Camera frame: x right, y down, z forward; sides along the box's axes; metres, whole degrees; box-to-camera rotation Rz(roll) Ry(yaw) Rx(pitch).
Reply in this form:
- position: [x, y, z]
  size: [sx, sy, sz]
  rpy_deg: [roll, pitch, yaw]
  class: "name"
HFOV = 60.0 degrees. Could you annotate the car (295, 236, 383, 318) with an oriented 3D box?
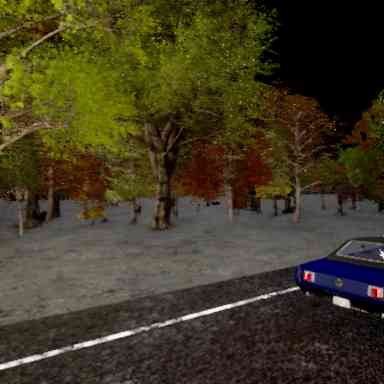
- position: [4.375, 1.599, 6.990]
  size: [4.718, 1.301, 1.895]
  rpy_deg: [0, 0, -35]
  class: "car"
